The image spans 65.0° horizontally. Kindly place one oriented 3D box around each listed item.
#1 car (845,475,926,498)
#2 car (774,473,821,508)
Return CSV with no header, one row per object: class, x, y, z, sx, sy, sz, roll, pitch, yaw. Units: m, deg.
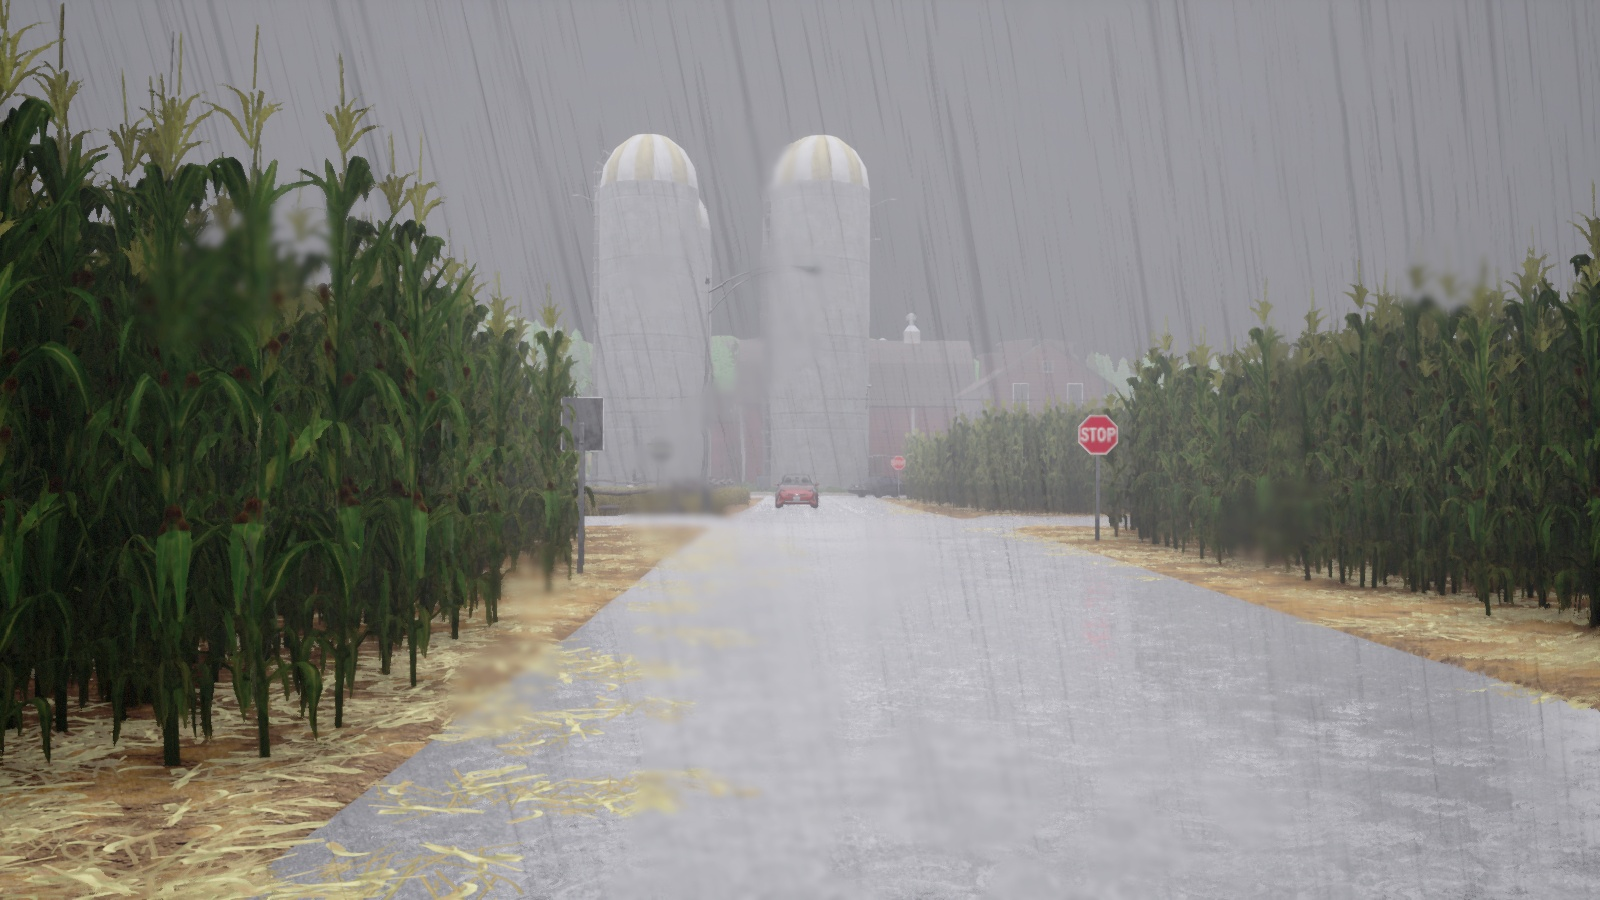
car,5.611,2.364,81.884,5.357,1.411,2.033,1,-1,-40
car,-0.130,1.786,56.168,2.007,1.525,4.514,0,-1,0
